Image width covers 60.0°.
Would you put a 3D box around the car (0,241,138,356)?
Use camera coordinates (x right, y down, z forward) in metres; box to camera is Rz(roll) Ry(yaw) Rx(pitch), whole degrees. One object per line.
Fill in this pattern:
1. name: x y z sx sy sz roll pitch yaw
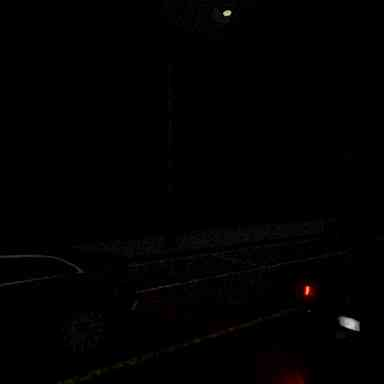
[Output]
1. car: -3.162 1.491 4.523 4.902 1.511 2.128 0 0 -35

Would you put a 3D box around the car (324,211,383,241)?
1. car: 8.036 1.566 15.630 4.313 1.339 1.947 0 0 -36

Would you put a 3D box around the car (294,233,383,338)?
1. car: 4.073 1.601 6.062 4.718 1.301 1.895 0 0 -36
